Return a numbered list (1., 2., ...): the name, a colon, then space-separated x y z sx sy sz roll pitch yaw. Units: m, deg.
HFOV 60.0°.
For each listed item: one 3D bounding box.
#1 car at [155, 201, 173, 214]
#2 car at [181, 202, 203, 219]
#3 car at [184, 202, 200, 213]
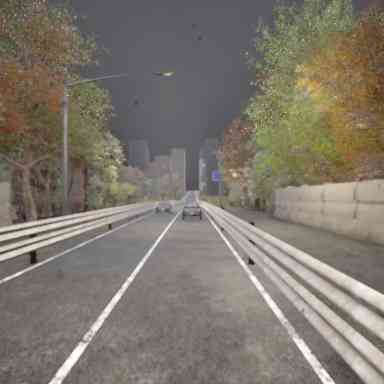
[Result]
1. car: -3.319 1.862 39.982 1.837 1.490 4.892 0 -1 0
2. car: 0.027 1.724 31.238 2.128 1.511 4.902 0 -1 1
3. car: 0.065 1.996 44.354 1.994 1.385 4.181 0 -1 1
